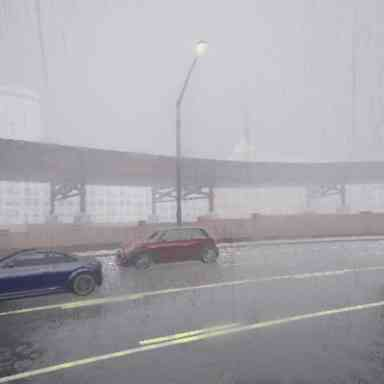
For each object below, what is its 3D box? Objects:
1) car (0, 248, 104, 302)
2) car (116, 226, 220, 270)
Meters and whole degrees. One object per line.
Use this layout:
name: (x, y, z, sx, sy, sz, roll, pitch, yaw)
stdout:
car: (-4.739, 2.342, 9.605, 4.181, 1.385, 1.994, 0, -4, -28)
car: (-1.119, 2.390, 15.123, 4.553, 1.767, 2.097, 0, -4, -21)
